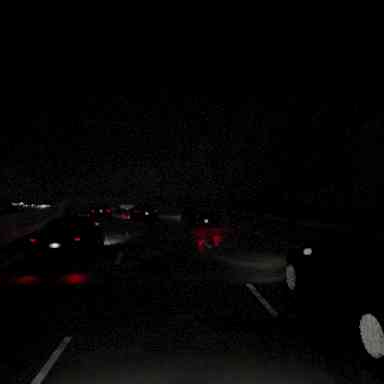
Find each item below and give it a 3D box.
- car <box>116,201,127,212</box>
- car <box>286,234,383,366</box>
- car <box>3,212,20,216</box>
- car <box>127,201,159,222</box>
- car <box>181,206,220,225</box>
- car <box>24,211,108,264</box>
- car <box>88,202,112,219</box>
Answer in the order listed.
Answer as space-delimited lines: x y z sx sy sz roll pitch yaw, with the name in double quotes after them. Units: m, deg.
-8.128 1.708 40.545 1.895 1.301 4.718 0 0 -19 "car"
3.221 1.482 5.866 1.882 1.535 5.008 0 0 -3 "car"
-14.496 1.655 25.554 1.994 1.385 4.181 0 0 -16 "car"
-4.017 1.632 27.545 1.994 1.385 4.181 0 0 -16 "car"
0.446 1.652 24.448 1.895 1.301 4.718 0 0 -13 "car"
-4.414 1.601 12.061 1.994 1.385 4.181 0 0 -7 "car"
-8.210 1.631 29.688 2.033 1.411 5.357 0 0 -17 "car"
